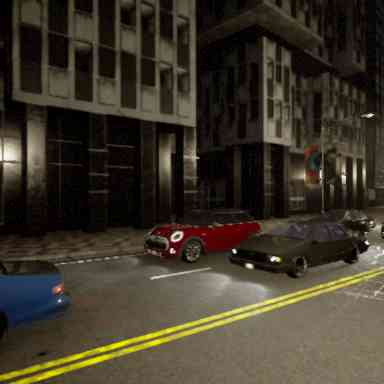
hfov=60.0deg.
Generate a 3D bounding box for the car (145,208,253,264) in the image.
[{"bbox_3d":[0.534,1.417,12.289,4.553,1.767,2.097,0,0,-38],"label":"car"}]

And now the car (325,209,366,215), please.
[{"bbox_3d":[8.316,1.671,18.476,5.357,1.411,2.033,0,0,-40],"label":"car"}]

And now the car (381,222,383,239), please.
[{"bbox_3d":[11.189,1.611,16.658,4.902,1.511,2.128,0,0,-40],"label":"car"}]

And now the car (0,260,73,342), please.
[{"bbox_3d":[-4.518,1.558,4.495,5.357,1.411,2.033,0,0,-35],"label":"car"}]

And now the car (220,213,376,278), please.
[{"bbox_3d":[3.639,1.613,10.569,5.357,1.411,2.033,0,0,-38],"label":"car"}]
